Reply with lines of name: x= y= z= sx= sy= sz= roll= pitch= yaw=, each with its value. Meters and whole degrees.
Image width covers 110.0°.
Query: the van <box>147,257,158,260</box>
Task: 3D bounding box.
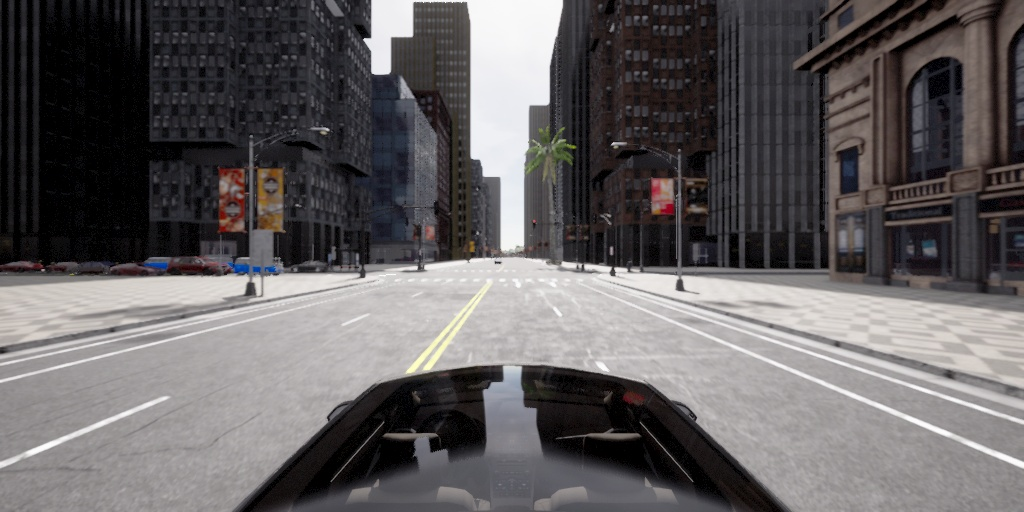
van: x=-40.626 y=1.039 z=42.038 sx=3.998 sy=1.789 sz=1.690 roll=0 pitch=0 yaw=0

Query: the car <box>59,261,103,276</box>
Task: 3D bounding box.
car: x=-41.494 y=1.233 z=36.197 sx=5.357 sy=1.411 sz=2.033 roll=0 pitch=0 yaw=0

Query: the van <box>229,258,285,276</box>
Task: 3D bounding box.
van: x=-23.584 y=1.032 z=33.528 sx=3.998 sy=1.789 sz=1.690 roll=0 pitch=0 yaw=0

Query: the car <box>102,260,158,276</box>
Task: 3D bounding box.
car: x=-34.939 y=1.266 z=33.518 sx=4.207 sy=1.307 sz=1.802 roll=0 pitch=0 yaw=0

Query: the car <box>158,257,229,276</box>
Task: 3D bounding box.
car: x=-29.262 y=1.002 z=33.524 sx=5.009 sy=1.841 sz=2.192 roll=0 pitch=0 yaw=0

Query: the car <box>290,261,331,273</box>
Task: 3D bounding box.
car: x=-23.593 y=1.259 z=42.053 sx=4.403 sy=1.370 sz=2.007 roll=0 pitch=0 yaw=0
